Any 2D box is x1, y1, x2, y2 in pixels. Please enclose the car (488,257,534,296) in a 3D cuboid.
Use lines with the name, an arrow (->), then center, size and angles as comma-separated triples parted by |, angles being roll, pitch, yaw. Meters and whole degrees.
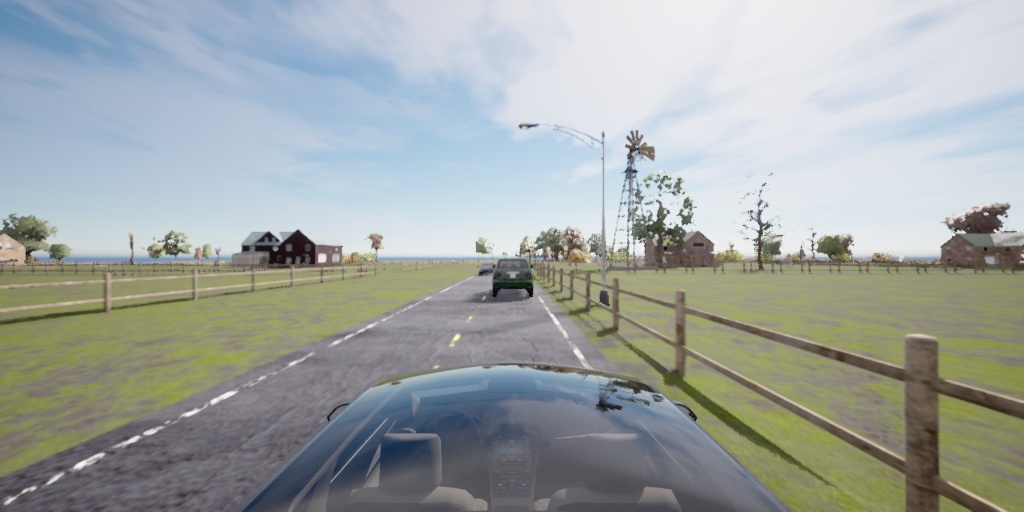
car -> 0.061, 1.075, 20.245 | 2.150, 2.045, 5.566 | 0, 0, 0

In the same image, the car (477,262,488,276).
car -> -2.837, 1.467, 41.413 | 1.837, 1.490, 4.892 | 0, 0, 0
